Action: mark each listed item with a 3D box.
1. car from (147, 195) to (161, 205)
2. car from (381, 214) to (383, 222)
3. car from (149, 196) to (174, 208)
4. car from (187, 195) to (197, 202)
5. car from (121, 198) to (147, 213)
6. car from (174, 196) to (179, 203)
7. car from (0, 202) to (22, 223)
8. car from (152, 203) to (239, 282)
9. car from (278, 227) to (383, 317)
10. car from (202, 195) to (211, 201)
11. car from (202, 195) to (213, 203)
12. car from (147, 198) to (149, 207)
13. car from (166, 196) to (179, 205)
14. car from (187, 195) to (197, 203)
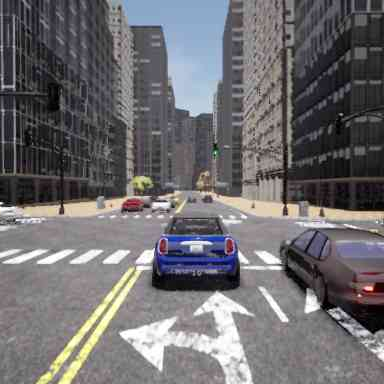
[{"bbox_3d":[-6.498,1.401,57.484,1.882,1.535,5.008,0,0,0],"label":"car"},{"bbox_3d":[15.157,1.699,21.769,4.718,1.301,1.895,0,1,0],"label":"car"},{"bbox_3d":[-3.339,1.482,36.943,1.812,1.442,4.674,0,0,0],"label":"car"},{"bbox_3d":[0.004,1.425,77.188,2.033,1.411,5.357,0,0,0],"label":"car"},{"bbox_3d":[-6.588,1.434,37.187,1.882,1.535,5.008,0,0,0],"label":"car"},{"bbox_3d":[-3.324,1.489,46.634,2.033,1.411,5.357,0,0,0],"label":"car"},{"bbox_3d":[-13.751,1.369,22.120,4.674,1.442,1.812,1,1,5],"label":"car"},{"bbox_3d":[0.102,1.357,9.898,2.097,1.767,4.553,0,0,0],"label":"car"},{"bbox_3d":[3.425,1.539,7.710,2.033,1.411,5.357,0,0,2],"label":"car"},{"bbox_3d":[3.255,1.479,77.631,1.895,1.301,4.718,0,0,0],"label":"car"},{"bbox_3d":[3.254,1.408,67.609,1.837,1.490,4.892,0,0,0],"label":"car"},{"bbox_3d":[-6.574,1.488,47.114,2.033,1.411,5.357,0,0,0],"label":"car"},{"bbox_3d":[-3.248,1.402,56.850,1.882,1.535,5.008,0,0,0],"label":"car"},{"bbox_3d":[0.004,1.399,66.968,2.128,1.511,4.902,0,0,0],"label":"car"}]
